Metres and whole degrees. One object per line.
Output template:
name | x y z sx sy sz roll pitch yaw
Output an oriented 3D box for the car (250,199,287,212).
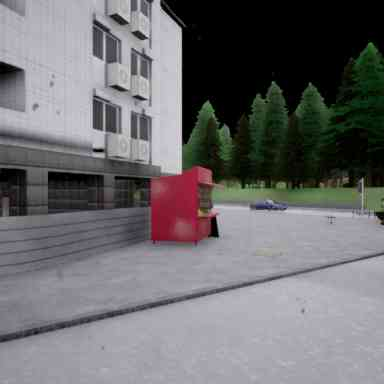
car | 8.701 1.525 38.267 1.812 1.442 4.674 0 0 -36
